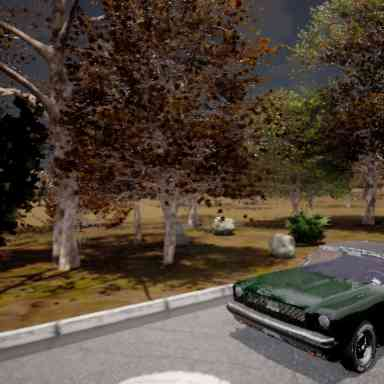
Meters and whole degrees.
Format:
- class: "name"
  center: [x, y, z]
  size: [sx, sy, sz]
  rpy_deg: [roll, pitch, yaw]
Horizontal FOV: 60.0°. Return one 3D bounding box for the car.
- class: "car"
  center: [2.873, 1.607, 5.752]
  size: [4.718, 1.301, 1.895]
  rpy_deg: [0, 0, -36]
